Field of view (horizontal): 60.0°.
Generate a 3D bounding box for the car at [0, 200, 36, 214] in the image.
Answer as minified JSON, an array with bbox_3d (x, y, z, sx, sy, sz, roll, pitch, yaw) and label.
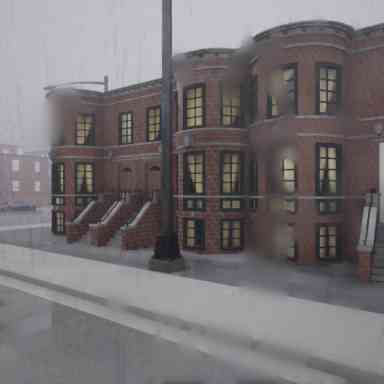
[{"bbox_3d":[-19.066,1.564,35.771,1.994,1.385,4.181,0,0,36],"label":"car"}]
